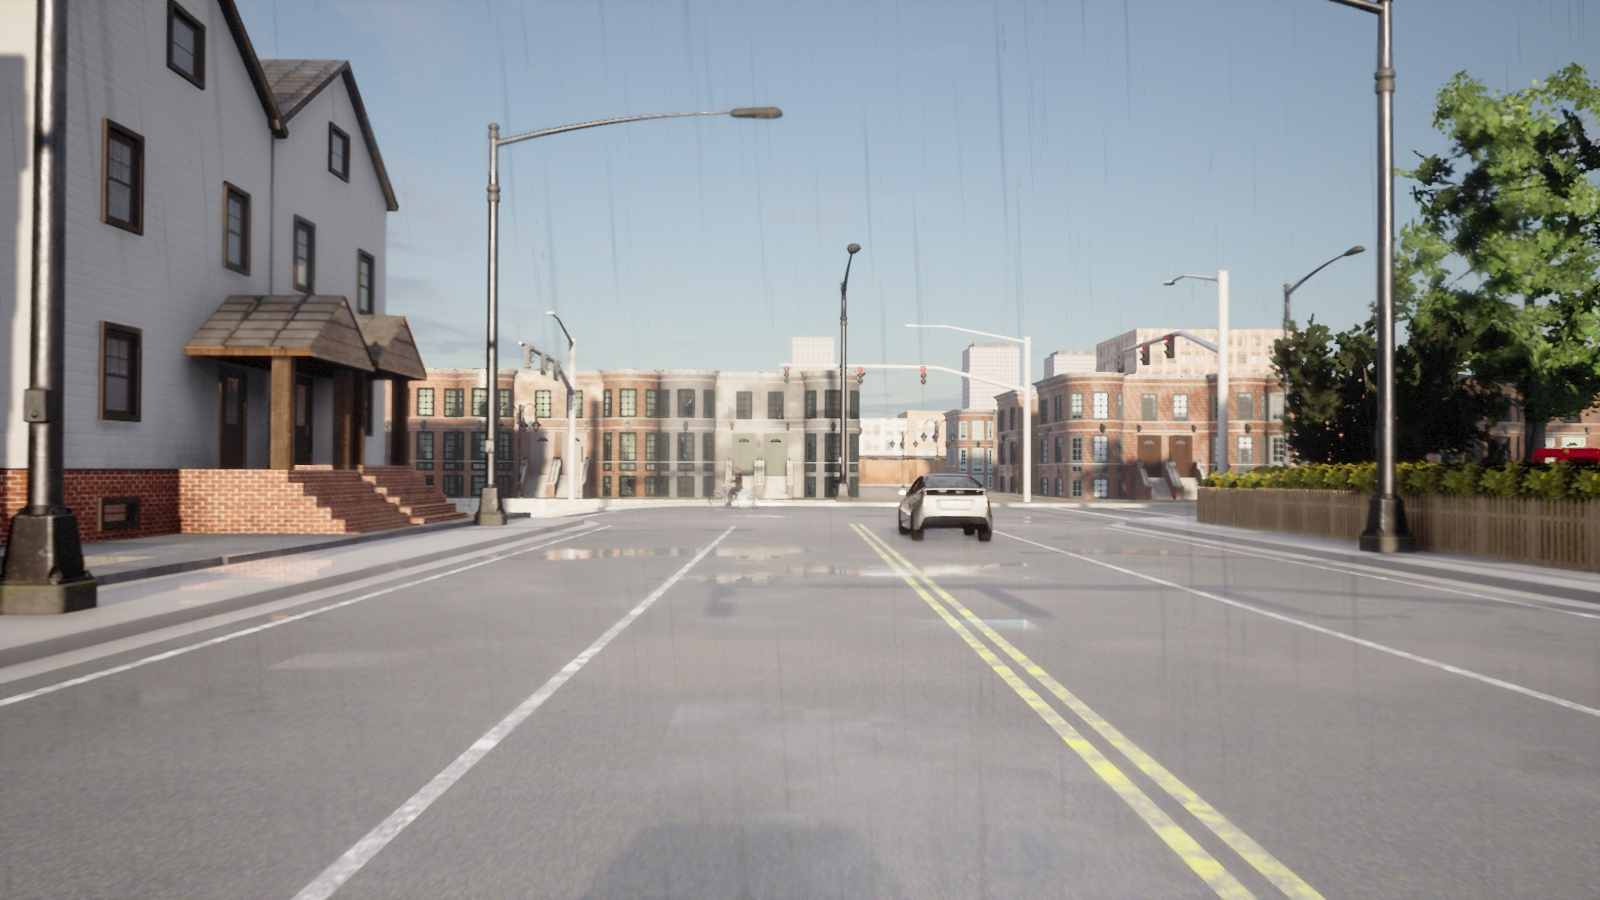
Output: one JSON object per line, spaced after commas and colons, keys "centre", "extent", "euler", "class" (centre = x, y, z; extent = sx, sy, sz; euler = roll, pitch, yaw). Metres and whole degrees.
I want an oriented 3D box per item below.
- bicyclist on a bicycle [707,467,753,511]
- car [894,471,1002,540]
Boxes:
{"centre": [-2.810, 1.567, 50.684], "extent": [1.843, 1.776, 0.659], "euler": [0, -1, 0], "class": "bicyclist on a bicycle"}
{"centre": [3.427, 1.262, 29.902], "extent": [2.007, 1.525, 4.514], "euler": [0, -1, 0], "class": "car"}
